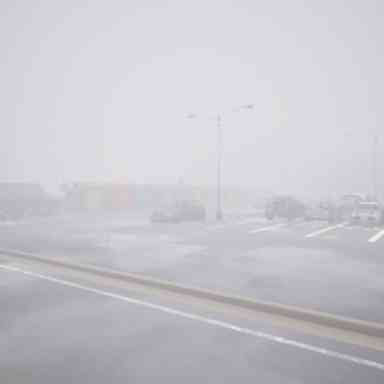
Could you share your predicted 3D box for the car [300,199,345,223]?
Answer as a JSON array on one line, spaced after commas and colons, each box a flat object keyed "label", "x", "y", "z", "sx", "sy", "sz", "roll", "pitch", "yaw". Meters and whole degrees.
[{"label": "car", "x": 9.447, "y": 1.424, "z": 23.925, "sx": 1.784, "sy": 1.438, "sz": 3.905, "roll": 0, "pitch": 0, "yaw": 36}]

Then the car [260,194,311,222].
[{"label": "car", "x": 7.244, "y": 1.216, "z": 25.458, "sx": 1.932, "sy": 1.855, "sz": 4.605, "roll": 0, "pitch": 0, "yaw": 36}]

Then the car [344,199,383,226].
[{"label": "car", "x": 11.792, "y": 1.454, "z": 22.227, "sx": 1.970, "sy": 1.475, "sz": 3.806, "roll": 0, "pitch": 0, "yaw": 36}]

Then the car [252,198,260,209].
[{"label": "car", "x": 9.269, "y": 1.432, "z": 42.663, "sx": 1.784, "sy": 1.438, "sz": 3.905, "roll": 0, "pitch": 0, "yaw": 36}]

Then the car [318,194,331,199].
[{"label": "car", "x": 21.834, "y": 1.223, "z": 55.118, "sx": 1.905, "sy": 1.878, "sz": 3.866, "roll": 0, "pitch": 0, "yaw": 36}]

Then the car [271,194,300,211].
[{"label": "car", "x": 11.578, "y": 1.220, "z": 40.913, "sx": 1.932, "sy": 1.855, "sz": 4.605, "roll": 0, "pitch": 0, "yaw": 36}]
